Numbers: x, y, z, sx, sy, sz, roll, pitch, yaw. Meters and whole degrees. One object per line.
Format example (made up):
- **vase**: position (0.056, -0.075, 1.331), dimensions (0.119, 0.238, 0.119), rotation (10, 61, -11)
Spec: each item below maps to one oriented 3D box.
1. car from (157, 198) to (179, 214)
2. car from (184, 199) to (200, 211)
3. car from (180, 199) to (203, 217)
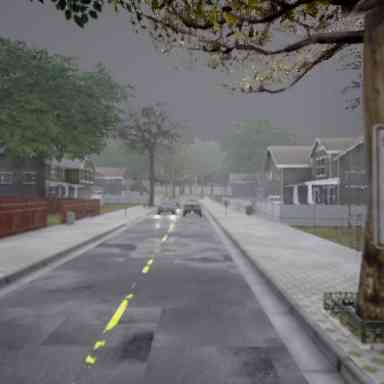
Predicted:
- **car**: position (-2.707, 1.627, 36.501), dimensions (1.837, 1.490, 4.892), rotation (0, 0, 0)
- **car**: position (0.079, 1.696, 45.112), dimensions (2.033, 1.411, 5.357), rotation (0, 0, 1)
- **car**: position (0.047, 1.615, 32.921), dimensions (1.837, 1.490, 4.892), rotation (0, 0, 0)
